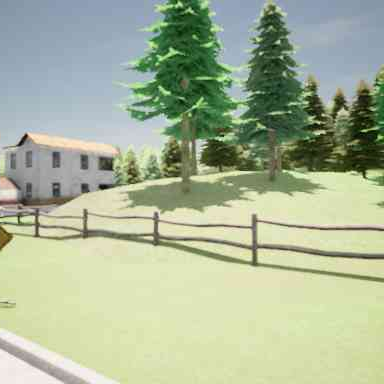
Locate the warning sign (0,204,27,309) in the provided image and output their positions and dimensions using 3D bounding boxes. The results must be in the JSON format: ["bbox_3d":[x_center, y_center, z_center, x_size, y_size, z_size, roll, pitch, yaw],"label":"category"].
[{"bbox_3d":[-3.974,1.177,6.147,1.060,1.860,1.300,-1,0,35],"label":"warning sign"}]
